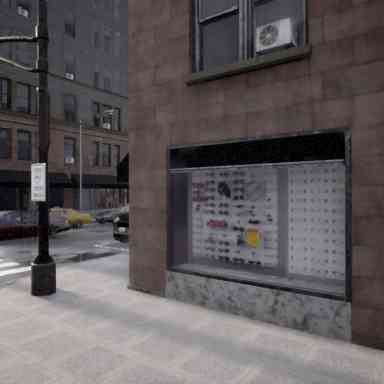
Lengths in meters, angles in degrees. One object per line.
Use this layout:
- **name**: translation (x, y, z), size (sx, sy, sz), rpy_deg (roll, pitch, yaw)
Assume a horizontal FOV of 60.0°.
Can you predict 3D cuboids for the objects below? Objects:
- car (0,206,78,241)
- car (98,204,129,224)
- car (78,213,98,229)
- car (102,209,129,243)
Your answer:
- **car**: translation (-8.283, 1.562, 15.215), size (2.033, 1.411, 5.357), rpy_deg (0, 0, 35)
- **car**: translation (-5.021, 1.583, 24.260), size (2.008, 1.369, 4.403), rpy_deg (0, 0, 35)
- **car**: translation (-8.261, 1.554, 19.713), size (1.752, 1.417, 4.829), rpy_deg (0, 0, 35)
- **car**: translation (-1.633, 1.560, 15.187), size (1.947, 1.339, 4.313), rpy_deg (0, 0, 35)
